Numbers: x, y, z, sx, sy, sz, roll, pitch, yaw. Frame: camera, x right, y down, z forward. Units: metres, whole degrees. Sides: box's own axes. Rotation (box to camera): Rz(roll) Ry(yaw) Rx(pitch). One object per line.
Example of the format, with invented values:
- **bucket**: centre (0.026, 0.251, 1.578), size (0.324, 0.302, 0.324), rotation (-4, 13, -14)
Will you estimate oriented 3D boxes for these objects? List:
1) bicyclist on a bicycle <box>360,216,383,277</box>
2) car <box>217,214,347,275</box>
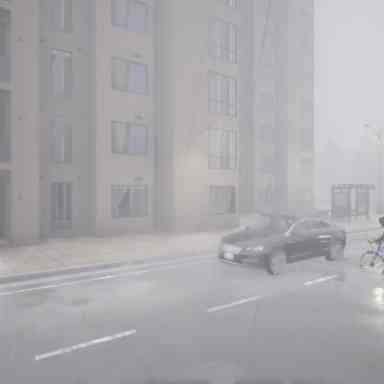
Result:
- **bicyclist on a bicycle**: centre (5.086, 1.455, 8.493), size (0.582, 1.620, 1.656), rotation (0, -2, -37)
- **car**: centre (2.984, 1.492, 10.561), size (4.902, 1.511, 2.128), rotation (0, 0, -36)
